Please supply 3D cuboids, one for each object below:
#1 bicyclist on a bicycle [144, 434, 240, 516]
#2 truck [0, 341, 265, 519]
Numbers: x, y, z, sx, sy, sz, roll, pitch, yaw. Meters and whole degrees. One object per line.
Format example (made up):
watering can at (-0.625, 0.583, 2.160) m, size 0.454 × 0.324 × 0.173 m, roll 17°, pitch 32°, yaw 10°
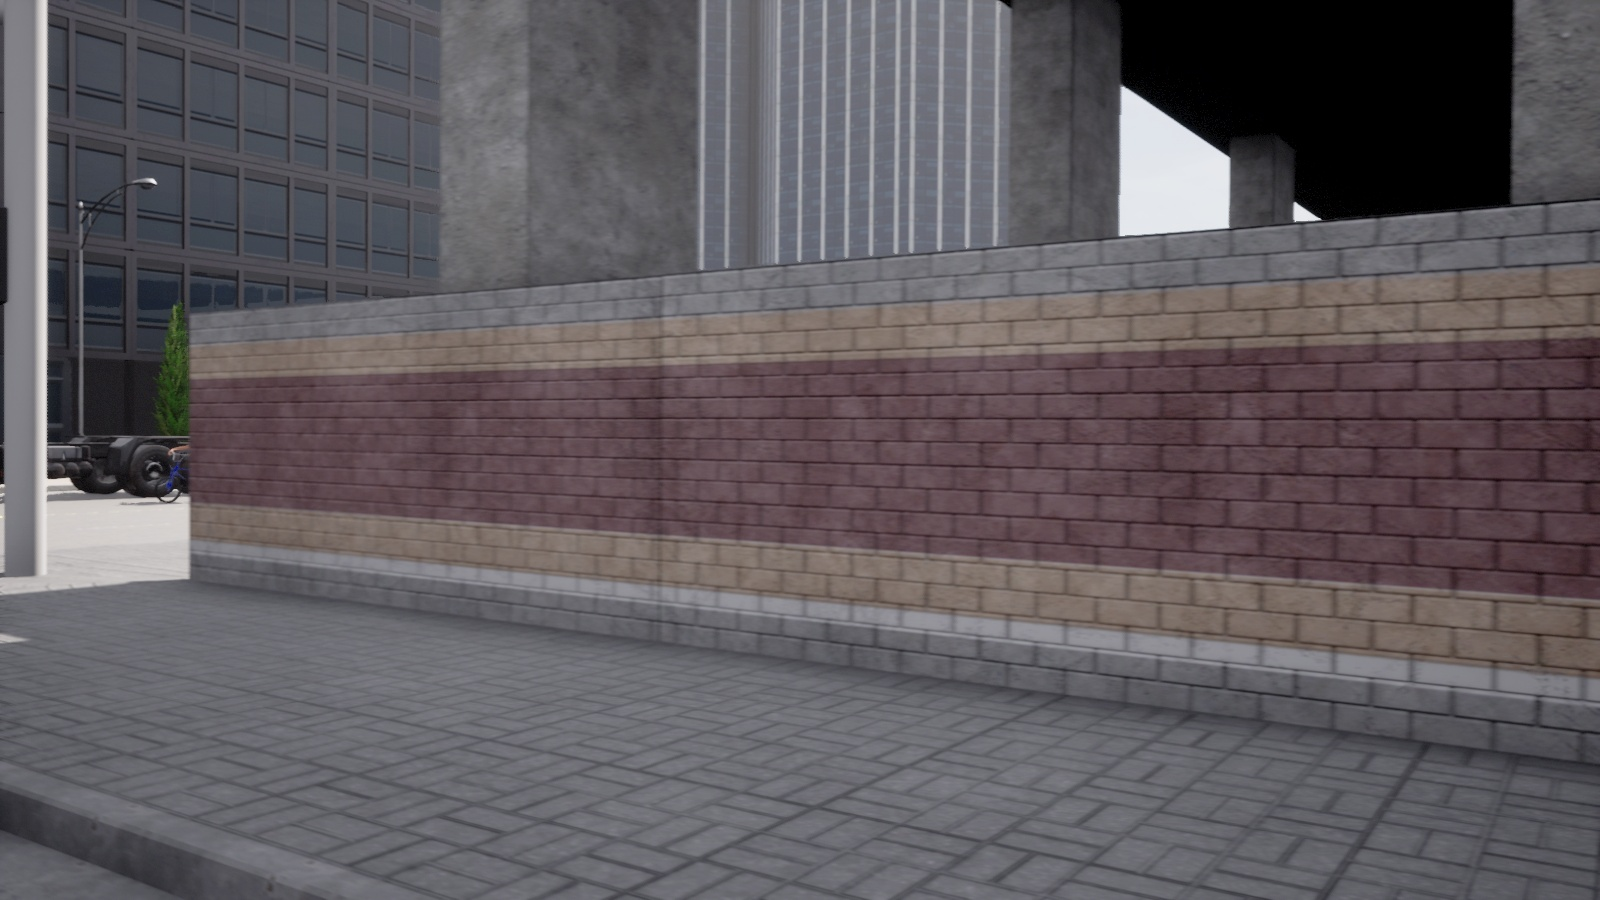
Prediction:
bicyclist on a bicycle at (-12.375, 0.486, 25.574) m, size 0.866 × 1.612 × 1.509 m, roll 0°, pitch 1°, yaw 34°
truck at (-15.863, -0.415, 26.665) m, size 2.891 × 3.462 × 7.936 m, roll 0°, pitch 1°, yaw 34°
